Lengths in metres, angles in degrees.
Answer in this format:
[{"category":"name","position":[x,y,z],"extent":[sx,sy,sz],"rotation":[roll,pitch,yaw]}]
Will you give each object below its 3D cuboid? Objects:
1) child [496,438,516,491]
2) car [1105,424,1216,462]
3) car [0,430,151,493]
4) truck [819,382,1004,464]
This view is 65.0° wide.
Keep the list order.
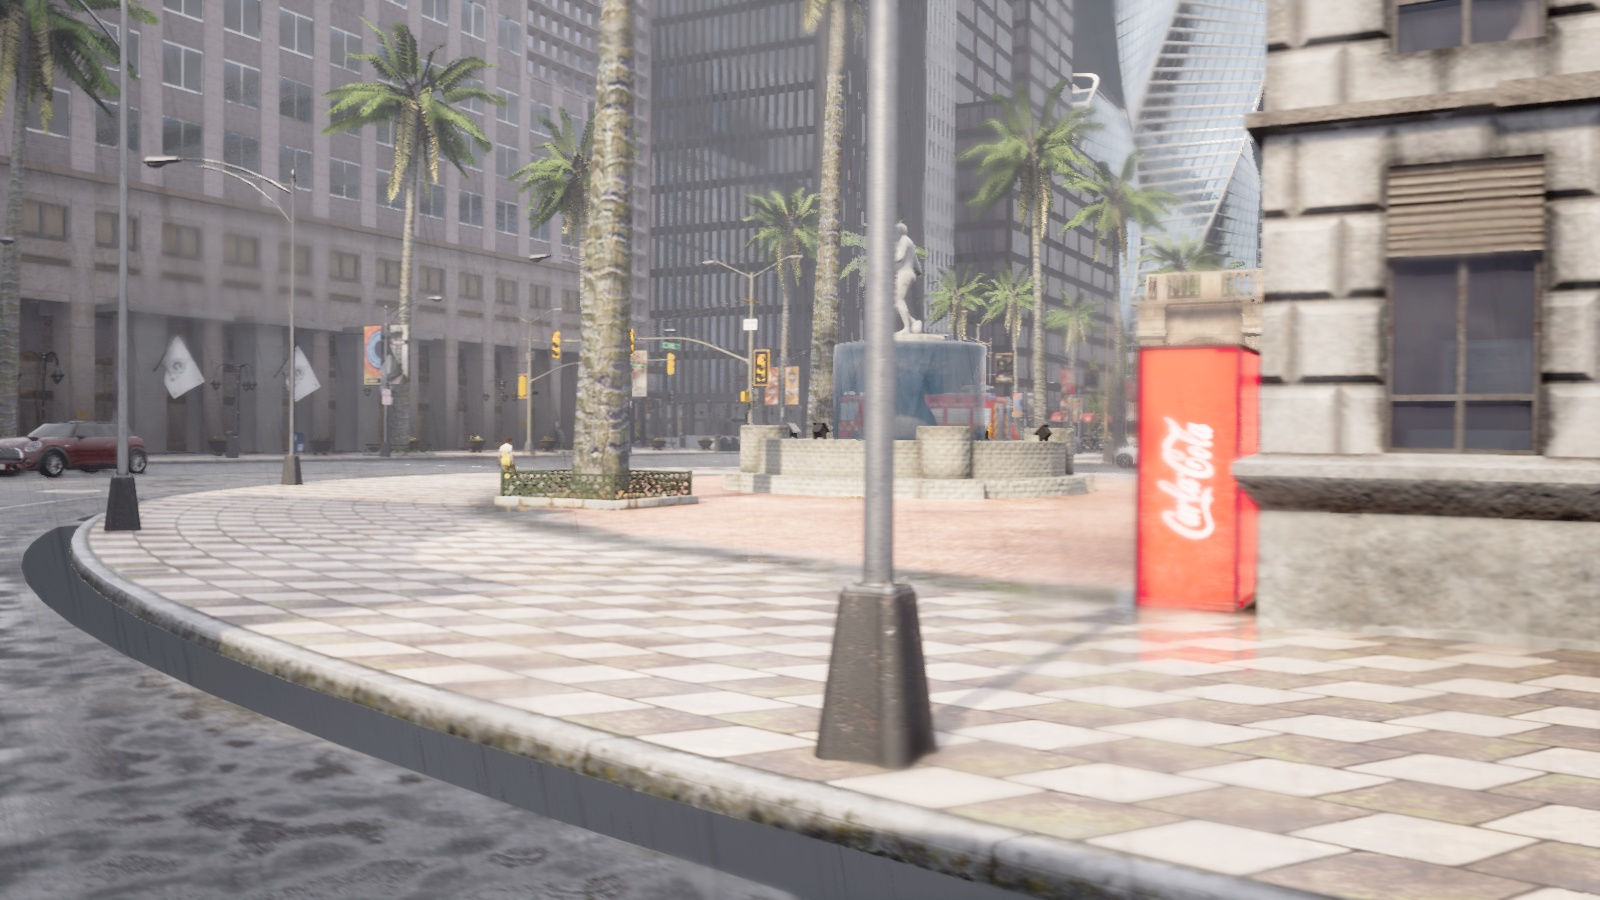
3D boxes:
[{"category":"child","position":[-7.092,0.341,30.307],"extent":[0.270,1.263,0.437],"rotation":[0,1,20]},{"category":"car","position":[17.026,-0.333,59.301],"extent":[4.611,1.667,2.242],"rotation":[-1,0,28]},{"category":"car","position":[-22.361,0.293,38.114],"extent":[2.097,1.767,4.553],"rotation":[0,1,18]},{"category":"truck","position":[5.411,-1.262,61.237],"extent":[8.468,3.827,2.891],"rotation":[0,1,24]}]
